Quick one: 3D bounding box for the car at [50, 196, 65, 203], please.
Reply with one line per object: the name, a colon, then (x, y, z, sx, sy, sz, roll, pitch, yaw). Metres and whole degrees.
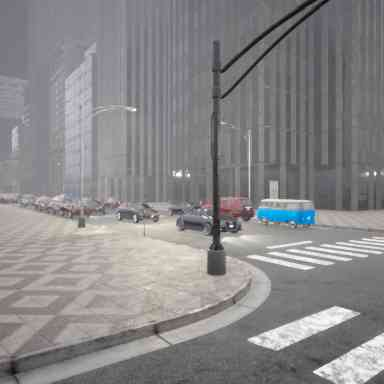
car: (-27.306, 1.512, 67.589, 1.752, 1.417, 4.829, 0, 0, -36)

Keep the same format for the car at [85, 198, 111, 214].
car: (-10.437, 1.532, 34.427, 1.837, 1.490, 4.892, 0, 0, -36)

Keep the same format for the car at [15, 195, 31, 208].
car: (-24.117, 1.563, 48.777, 2.008, 1.369, 4.403, 0, 0, -36)

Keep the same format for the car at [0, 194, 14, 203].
car: (-37.429, 1.286, 66.990, 2.192, 1.841, 5.009, 0, 0, -36)

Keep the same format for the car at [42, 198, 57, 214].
car: (-14.134, 1.606, 35.119, 1.802, 1.307, 4.206, 0, 0, -36)

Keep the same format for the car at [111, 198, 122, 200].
car: (-10.564, 1.464, 44.683, 1.967, 1.590, 4.097, 0, 0, -36)

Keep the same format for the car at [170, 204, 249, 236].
car: (0.878, 1.600, 18.932, 1.994, 1.385, 4.181, 0, 0, -36)

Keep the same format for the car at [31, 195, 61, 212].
car: (-17.462, 1.461, 39.672, 1.967, 1.590, 4.097, 0, 0, -36)

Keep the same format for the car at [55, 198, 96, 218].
car: (-10.806, 1.572, 30.566, 1.887, 1.381, 4.507, 0, 0, -36)

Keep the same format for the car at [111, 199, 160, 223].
car: (-4.307, 1.537, 26.028, 1.837, 1.490, 4.892, 0, 0, -36)

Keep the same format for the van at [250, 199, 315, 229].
van: (6.077, 1.379, 21.916, 1.690, 1.788, 3.998, 0, 0, -36)

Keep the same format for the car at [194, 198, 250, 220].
car: (2.748, 1.352, 26.470, 2.192, 1.841, 5.009, 0, 0, -36)

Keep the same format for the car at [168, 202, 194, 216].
car: (-0.580, 1.600, 31.024, 1.947, 1.339, 4.313, 0, 0, -36)

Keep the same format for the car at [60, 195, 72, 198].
car: (-20.444, 1.576, 53.355, 1.994, 1.385, 4.181, 0, 0, -36)

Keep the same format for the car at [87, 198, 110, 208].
car: (-13.893, 1.602, 49.237, 1.802, 1.307, 4.206, 0, 0, -36)

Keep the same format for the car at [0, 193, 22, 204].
car: (-34.101, 1.299, 62.436, 2.192, 1.841, 5.009, 0, 0, -36)

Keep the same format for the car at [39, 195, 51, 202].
car: (-33.977, 1.483, 76.726, 1.752, 1.417, 4.829, 0, 0, -35)
